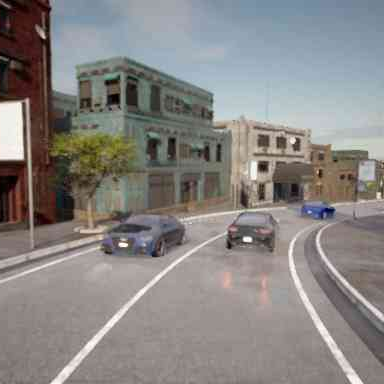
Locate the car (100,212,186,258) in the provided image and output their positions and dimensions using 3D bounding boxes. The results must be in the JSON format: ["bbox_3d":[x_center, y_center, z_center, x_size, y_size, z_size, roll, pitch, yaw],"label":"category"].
[{"bbox_3d":[-1.627,1.475,12.434,1.994,1.385,4.181,1,1,16],"label":"car"}]

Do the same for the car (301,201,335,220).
[{"bbox_3d":[11.458,1.553,30.016,1.882,1.535,5.008,4,2,38],"label":"car"}]

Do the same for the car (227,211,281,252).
[{"bbox_3d":[2.696,1.539,14.123,1.812,1.442,4.674,2,0,18],"label":"car"}]
